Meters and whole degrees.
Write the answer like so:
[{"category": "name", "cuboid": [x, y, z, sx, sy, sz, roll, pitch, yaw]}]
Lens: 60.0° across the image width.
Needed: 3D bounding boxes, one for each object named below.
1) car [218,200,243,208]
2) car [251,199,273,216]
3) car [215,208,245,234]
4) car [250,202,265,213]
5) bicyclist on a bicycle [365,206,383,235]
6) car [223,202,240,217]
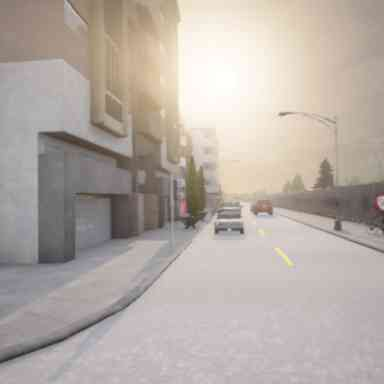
[{"category": "car", "cuboid": [3.794, 1.842, 32.542, 2.150, 2.045, 5.566, -1, -1, 7]}, {"category": "car", "cuboid": [9.335, 1.991, 43.671, 2.150, 2.045, 5.566, -1, -1, 8]}, {"category": "car", "cuboid": [2.557, 2.032, 22.470, 1.895, 1.301, 4.718, -1, -1, 7]}, {"category": "car", "cuboid": [10.540, 2.438, 53.849, 1.882, 1.535, 5.008, -1, -1, 7]}, {"category": "bicyclist on a bicycle", "cuboid": [10.533, 1.591, 18.563, 1.656, 1.620, 0.582, -1, -1, 7]}, {"category": "car", "cuboid": [5.128, 2.166, 43.037, 2.097, 1.767, 4.553, -1, -1, 7]}]
